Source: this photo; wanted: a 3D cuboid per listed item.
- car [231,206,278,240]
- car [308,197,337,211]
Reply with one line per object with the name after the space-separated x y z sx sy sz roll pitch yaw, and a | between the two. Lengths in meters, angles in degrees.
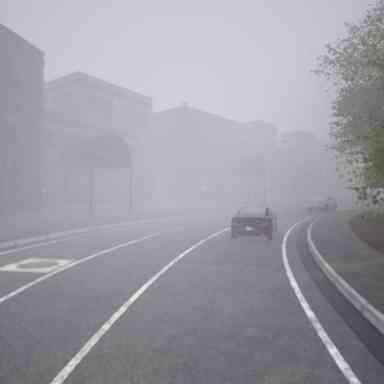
3.278 1.425 17.023 1.882 1.535 5.008 0 1 18 | car
13.878 1.201 35.245 1.812 1.442 4.674 -1 1 40 | car
